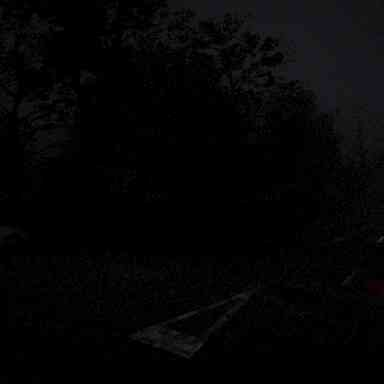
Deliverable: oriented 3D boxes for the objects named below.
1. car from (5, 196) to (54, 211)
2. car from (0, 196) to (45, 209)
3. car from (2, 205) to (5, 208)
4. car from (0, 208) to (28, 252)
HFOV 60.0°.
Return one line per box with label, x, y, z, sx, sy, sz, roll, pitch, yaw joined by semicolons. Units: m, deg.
car;-19.427;1.321;40.061;1.882;1.535;5.008;-3;-1;35
car;-18.589;1.233;35.691;1.837;1.490;4.892;-3;-1;35
car;-10.838;1.493;13.551;2.097;1.535;5.008;0;0;35
car;-8.279;1.531;11.717;2.002;1.452;4.674;0;0;35
